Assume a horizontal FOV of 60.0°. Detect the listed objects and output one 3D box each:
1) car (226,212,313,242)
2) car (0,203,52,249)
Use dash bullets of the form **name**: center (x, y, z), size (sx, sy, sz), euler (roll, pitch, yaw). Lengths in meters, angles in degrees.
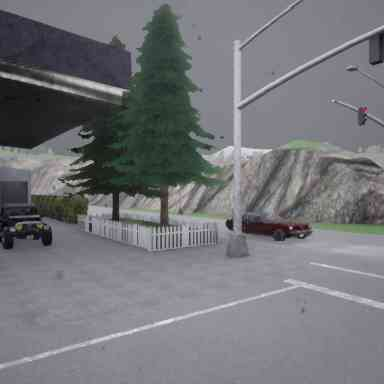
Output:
- **car**: center (4.029, 1.792, 17.873), size (1.895, 1.301, 4.718), euler (0, 0, -35)
- **car**: center (-8.047, 1.505, 15.803), size (1.905, 1.878, 3.866), euler (0, 0, -37)
